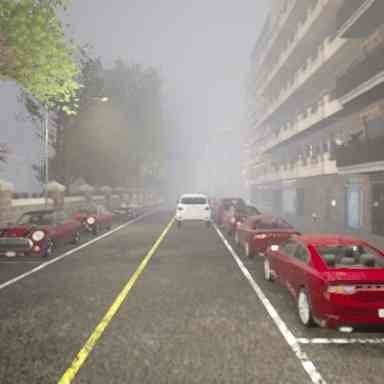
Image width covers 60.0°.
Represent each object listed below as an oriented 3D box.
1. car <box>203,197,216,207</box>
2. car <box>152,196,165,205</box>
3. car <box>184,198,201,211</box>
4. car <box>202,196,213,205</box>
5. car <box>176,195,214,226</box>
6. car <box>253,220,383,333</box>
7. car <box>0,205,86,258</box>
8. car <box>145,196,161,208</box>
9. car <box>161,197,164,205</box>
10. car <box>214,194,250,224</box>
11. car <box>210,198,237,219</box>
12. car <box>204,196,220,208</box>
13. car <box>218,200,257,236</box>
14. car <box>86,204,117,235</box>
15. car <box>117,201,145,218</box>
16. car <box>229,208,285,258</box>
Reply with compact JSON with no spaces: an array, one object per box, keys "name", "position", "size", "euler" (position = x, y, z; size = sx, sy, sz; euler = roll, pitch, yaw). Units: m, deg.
[{"name":"car","position":[2.684,1.499,51.859],"size":[1.947,1.339,4.313],"euler":[0,0,0]},{"name":"car","position":[-5.698,1.456,57.318],"size":[1.752,1.417,4.829],"euler":[0,0,0]},{"name":"car","position":[0.097,1.489,41.839],"size":[2.033,1.411,5.357],"euler":[0,0,0]},{"name":"car","position":[2.683,1.455,57.660],"size":[1.752,1.417,4.829],"euler":[0,0,0]},{"name":"car","position":[0.105,1.189,22.952],"size":[2.150,2.045,5.566],"euler":[0,0,0]},{"name":"car","position":[2.688,1.533,6.817],"size":[1.887,1.381,4.507],"euler":[0,0,0]},{"name":"car","position":[-5.693,1.420,12.446],"size":[1.967,1.590,4.097],"euler":[0,0,0]},{"name":"car","position":[-5.696,1.463,46.057],"size":[1.752,1.417,4.829],"euler":[0,0,0]},{"name":"car","position":[-5.696,1.484,51.857],"size":[2.008,1.369,4.403],"euler":[0,0,0]},{"name":"car","position":[2.685,1.279,23.706],"size":[2.192,1.841,5.009],"euler":[0,0,0]},{"name":"car","position":[2.686,1.397,29.338],"size":[1.967,1.590,4.097],"euler":[0,0,0]},{"name":"car","position":[2.684,1.378,46.228],"size":[1.967,1.590,4.097],"euler":[0,0,0]},{"name":"car","position":[2.687,1.412,18.076],"size":[1.967,1.590,4.097],"euler":[0,0,0]},{"name":"car","position":[-5.694,1.412,18.074],"size":[1.967,1.590,4.097],"euler":[0,0,0]},{"name":"car","position":[-5.694,1.507,29.336],"size":[2.008,1.369,4.403],"euler":[0,0,0]},{"name":"car","position":[2.687,1.525,12.447],"size":[1.887,1.381,4.507],"euler":[0,0,0]}]
